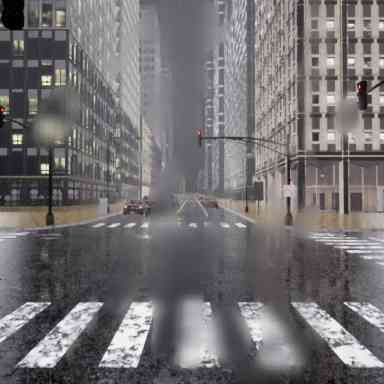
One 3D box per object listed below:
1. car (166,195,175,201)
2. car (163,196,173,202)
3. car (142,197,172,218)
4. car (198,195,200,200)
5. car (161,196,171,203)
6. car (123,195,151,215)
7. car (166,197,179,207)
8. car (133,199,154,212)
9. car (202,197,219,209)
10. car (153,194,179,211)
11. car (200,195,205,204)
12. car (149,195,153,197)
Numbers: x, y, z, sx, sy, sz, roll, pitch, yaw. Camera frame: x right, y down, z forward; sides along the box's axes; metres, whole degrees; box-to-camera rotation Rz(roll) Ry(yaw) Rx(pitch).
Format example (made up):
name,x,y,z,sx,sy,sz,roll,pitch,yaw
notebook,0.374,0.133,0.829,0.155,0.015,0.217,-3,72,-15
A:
name,x,y,z,sx,sy,sz,roll,pitch,yaw
car,-5.720,1.587,89.497,2.008,1.369,4.403,1,0,0
car,-5.715,1.582,78.347,2.008,1.369,4.403,1,0,0
car,-3.115,1.516,30.429,1.837,1.490,4.892,0,0,0
car,2.673,1.590,61.695,1.947,1.339,4.313,1,0,0
car,-5.712,1.573,72.771,1.887,1.381,4.507,1,0,0
car,-5.691,1.453,33.745,1.967,1.590,4.097,1,0,0
car,-3.107,1.527,54.151,1.837,1.490,4.892,0,0,0
car,-5.696,1.597,39.321,1.802,1.307,4.206,1,0,0
car,2.681,1.599,44.962,1.802,1.307,4.206,1,0,0
car,-3.116,1.237,41.229,2.150,2.045,5.566,0,0,0
car,2.677,1.547,56.288,1.752,1.417,4.829,1,0,0
car,-5.694,1.332,44.896,2.192,1.841,5.009,1,0,0
